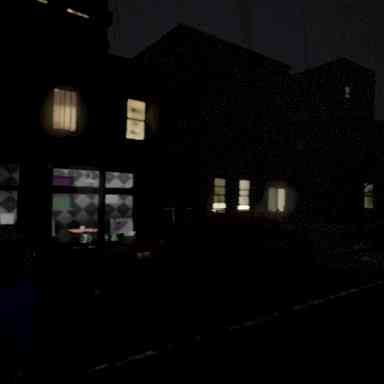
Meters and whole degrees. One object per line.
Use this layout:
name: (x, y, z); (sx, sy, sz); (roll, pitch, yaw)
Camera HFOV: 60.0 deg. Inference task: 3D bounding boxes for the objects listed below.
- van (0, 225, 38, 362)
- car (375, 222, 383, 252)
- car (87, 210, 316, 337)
van: (-3.892, 1.331, 3.760); (3.998, 1.788, 1.690); (1, 1, -36)
car: (9.306, 1.446, 13.190); (5.009, 1.841, 2.192); (1, 1, -36)
car: (0.508, 1.352, 6.903); (5.009, 1.841, 2.192); (1, 1, -36)
